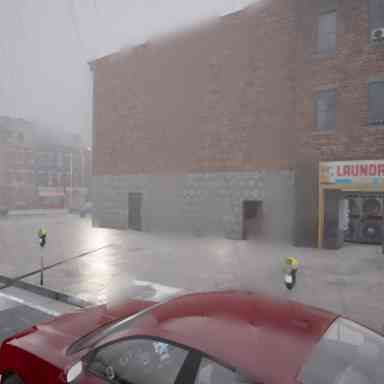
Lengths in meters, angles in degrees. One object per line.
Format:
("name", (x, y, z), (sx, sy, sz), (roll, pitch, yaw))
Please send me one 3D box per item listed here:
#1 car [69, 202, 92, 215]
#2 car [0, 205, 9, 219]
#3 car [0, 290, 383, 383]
("car", (-12.086, 1.940, 40.295), (2.033, 1.411, 5.357), (1, 0, 36))
("car", (-19.333, 1.722, 30.197), (2.128, 1.511, 4.902), (1, 0, 36))
("car", (0.137, 1.544, 2.700), (4.507, 1.381, 1.887), (0, 1, 36))
